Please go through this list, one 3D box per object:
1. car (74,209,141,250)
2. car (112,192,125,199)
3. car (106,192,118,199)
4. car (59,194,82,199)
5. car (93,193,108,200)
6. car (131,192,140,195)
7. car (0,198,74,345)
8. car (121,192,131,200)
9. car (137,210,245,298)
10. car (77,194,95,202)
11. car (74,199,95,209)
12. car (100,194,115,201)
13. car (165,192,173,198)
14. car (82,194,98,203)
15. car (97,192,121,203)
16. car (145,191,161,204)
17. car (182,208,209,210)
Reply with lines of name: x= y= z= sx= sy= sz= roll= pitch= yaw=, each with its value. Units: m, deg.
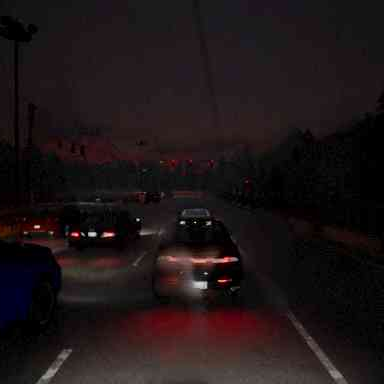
car: x=-3.337 y=1.456 z=13.699 sx=2.033 sy=1.411 sz=5.357 roll=0 pitch=0 yaw=0
car: x=-17.011 y=0.795 z=77.449 sx=2.097 sy=1.767 sz=4.553 roll=0 pitch=0 yaw=0
car: x=-20.460 y=0.861 z=85.135 sx=1.882 sy=1.535 sz=5.008 roll=0 pitch=0 yaw=0
car: x=-20.730 y=1.078 z=55.640 sx=1.882 sy=1.535 sz=5.008 roll=0 pitch=0 yaw=2
car: x=-20.528 y=0.936 z=74.916 sx=1.882 sy=1.535 sz=5.008 roll=0 pitch=0 yaw=0
car: x=-13.531 y=0.986 z=74.455 sx=1.812 sy=1.442 sz=4.674 roll=0 pitch=0 yaw=0
car: x=-3.384 y=1.205 z=3.526 sx=2.150 sy=2.045 sz=5.566 roll=0 pitch=0 yaw=0
car: x=-13.637 y=1.061 z=64.434 sx=1.812 sy=1.442 sz=4.674 roll=0 pitch=0 yaw=1
car: x=0.134 y=1.439 z=8.379 sx=2.128 sy=1.511 sz=4.902 roll=0 pitch=0 yaw=0
car: x=-20.609 y=1.132 z=64.974 sx=1.895 sy=1.301 sz=4.718 roll=0 pitch=0 yaw=1
car: x=-6.828 y=1.361 z=17.115 sx=1.882 sy=1.535 sz=5.008 roll=0 pitch=0 yaw=0
car: x=-17.079 y=1.078 z=67.317 sx=1.994 sy=1.385 sz=4.181 roll=0 pitch=0 yaw=0
car: x=-6.406 y=0.679 z=93.194 sx=2.097 sy=1.767 sz=4.553 roll=0 pitch=0 yaw=0
car: x=-17.221 y=1.152 z=57.341 sx=1.994 sy=1.385 sz=4.181 roll=0 pitch=0 yaw=1
car: x=-13.744 y=1.128 z=55.371 sx=1.812 sy=1.442 sz=4.674 roll=0 pitch=0 yaw=1
car: x=-6.349 y=0.837 z=53.744 sx=2.150 sy=2.045 sz=5.566 roll=0 pitch=1 yaw=-2
car: x=0.190 y=1.480 z=17.709 sx=1.895 sy=1.301 sz=4.718 roll=0 pitch=0 yaw=0
